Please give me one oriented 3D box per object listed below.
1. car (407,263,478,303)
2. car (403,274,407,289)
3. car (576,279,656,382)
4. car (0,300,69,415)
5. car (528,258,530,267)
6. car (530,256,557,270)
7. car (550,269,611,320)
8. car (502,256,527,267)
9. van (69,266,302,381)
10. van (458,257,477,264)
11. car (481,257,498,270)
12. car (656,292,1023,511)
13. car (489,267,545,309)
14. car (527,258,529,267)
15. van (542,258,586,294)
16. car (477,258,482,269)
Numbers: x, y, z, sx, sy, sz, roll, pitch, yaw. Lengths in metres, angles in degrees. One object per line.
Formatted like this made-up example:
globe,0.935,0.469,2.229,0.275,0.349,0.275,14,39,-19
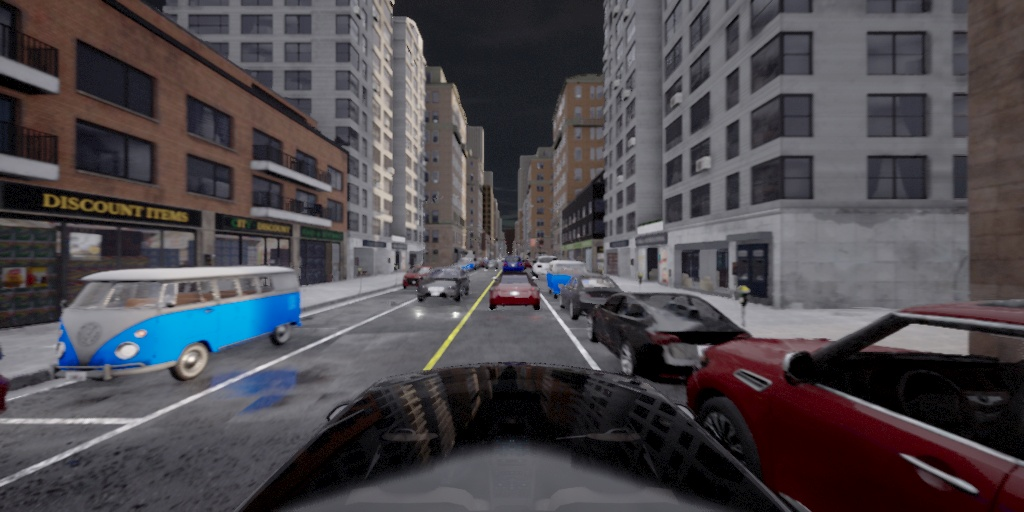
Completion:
car,-3.067,1.273,16.931,2.128,1.511,4.902,0,0,0
car,-5.851,1.335,23.674,1.888,1.381,4.507,0,0,0
car,2.669,1.328,6.926,1.948,1.339,4.313,0,0,0
car,-5.858,1.064,1.328,2.192,1.841,5.009,0,0,0
car,3.150,1.287,39.996,1.882,1.535,5.008,0,0,0
car,3.114,1.029,33.027,2.150,2.045,5.566,0,0,0
car,2.671,1.323,12.512,2.007,1.370,4.403,0,0,0
car,0.109,1.027,37.925,2.150,2.045,5.566,0,0,0
van,-5.856,1.103,6.914,1.690,1.789,3.998,0,0,0
van,-5.846,1.156,46.018,1.690,1.789,3.998,0,0,0
car,-3.047,1.314,54.158,2.128,1.511,4.902,0,0,0
car,2.667,1.064,1.341,2.192,1.841,5.009,0,0,0
car,0.104,1.342,15.159,1.994,1.385,4.181,0,0,0
car,2.681,1.135,51.608,2.192,1.841,5.009,0,0,0
van,2.672,1.123,18.098,1.690,1.789,3.998,0,0,0
car,-5.844,1.386,51.604,1.948,1.339,4.313,0,0,0
